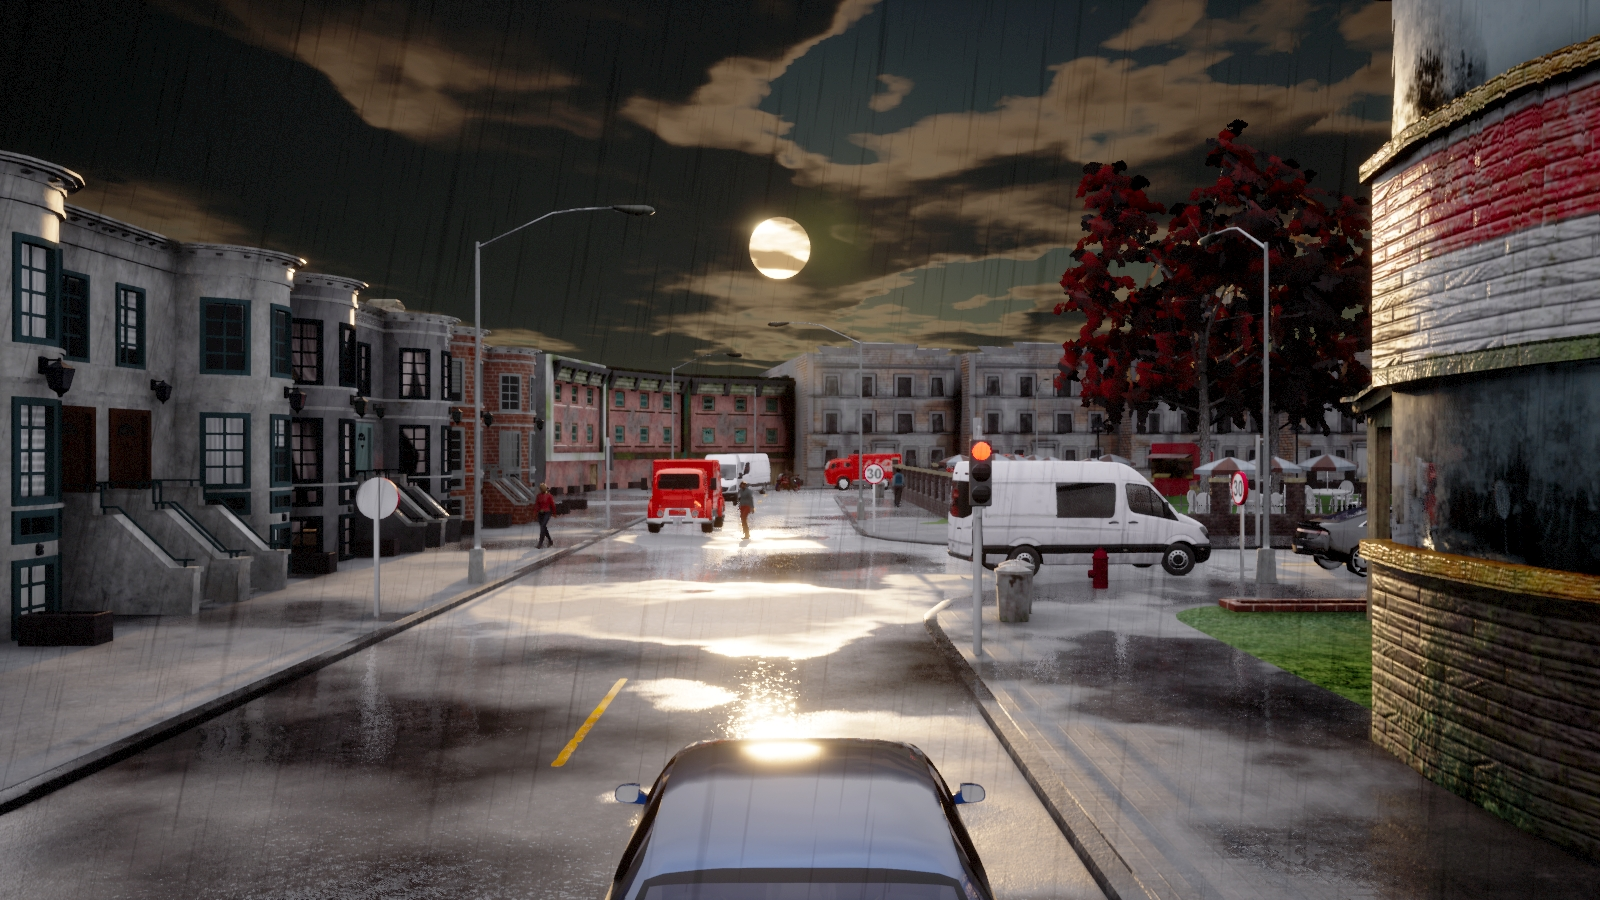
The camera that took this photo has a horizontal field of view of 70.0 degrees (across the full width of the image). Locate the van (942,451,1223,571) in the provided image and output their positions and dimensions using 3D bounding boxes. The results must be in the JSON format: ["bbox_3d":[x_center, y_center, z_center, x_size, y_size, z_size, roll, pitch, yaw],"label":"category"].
[{"bbox_3d":[6.389,1.304,26.031,5.915,2.561,1.988,0,0,-11],"label":"van"}]

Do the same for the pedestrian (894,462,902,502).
[{"bbox_3d":[4.560,1.504,53.342,0.375,1.860,0.375,0,0,4],"label":"pedestrian"}]

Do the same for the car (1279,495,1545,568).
[{"bbox_3d":[13.778,1.817,25.951,4.902,1.511,2.128,0,0,-1],"label":"car"}]

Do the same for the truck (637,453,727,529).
[{"bbox_3d":[-4.014,1.333,39.953,2.627,2.467,5.204,0,0,0],"label":"truck"}]

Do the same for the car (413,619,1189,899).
[{"bbox_3d":[-0.001,1.884,5.268,2.033,1.411,5.357,0,0,0],"label":"car"}]

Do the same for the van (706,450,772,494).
[{"bbox_3d":[-3.694,1.289,70.575,1.988,2.561,5.915,0,0,19],"label":"van"}]

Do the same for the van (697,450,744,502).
[{"bbox_3d":[-4.053,1.292,59.012,1.988,2.561,5.915,0,0,0],"label":"van"}]

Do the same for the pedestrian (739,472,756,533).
[{"bbox_3d":[-1.631,1.615,35.305,0.375,1.860,0.375,0,0,-41],"label":"pedestrian"}]

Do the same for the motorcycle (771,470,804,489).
[{"bbox_3d":[-0.837,1.958,76.125,2.209,1.251,0.867,0,0,-42],"label":"motorcycle"}]

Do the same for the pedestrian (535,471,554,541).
[{"bbox_3d":[-6.910,1.513,30.933,0.375,1.860,0.375,0,0,11],"label":"pedestrian"}]
